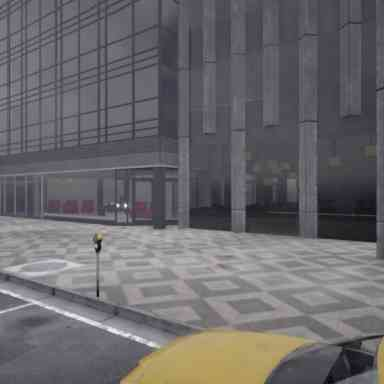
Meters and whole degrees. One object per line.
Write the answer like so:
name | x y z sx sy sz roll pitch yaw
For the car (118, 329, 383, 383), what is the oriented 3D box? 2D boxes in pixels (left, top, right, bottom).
car | 1.520 1.525 1.996 4.829 1.417 1.752 0 0 36
